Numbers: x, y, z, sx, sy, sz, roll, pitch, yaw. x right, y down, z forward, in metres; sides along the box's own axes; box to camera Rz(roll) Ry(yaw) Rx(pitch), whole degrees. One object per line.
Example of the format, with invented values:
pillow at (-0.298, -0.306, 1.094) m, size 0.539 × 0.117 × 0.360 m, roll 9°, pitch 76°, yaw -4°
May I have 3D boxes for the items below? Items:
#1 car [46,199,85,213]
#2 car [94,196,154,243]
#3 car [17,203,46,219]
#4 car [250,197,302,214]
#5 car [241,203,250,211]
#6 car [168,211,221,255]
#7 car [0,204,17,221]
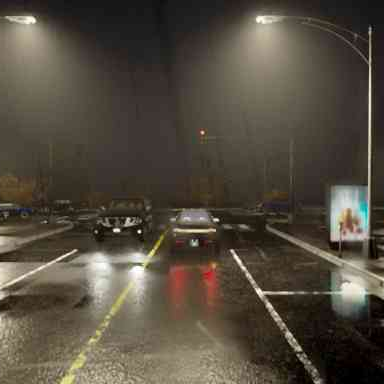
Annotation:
car at (-14.460, 1.551, 37.058) m, size 4.902 × 1.511 × 2.128 m, roll 0°, pitch 1°, yaw 1°
car at (-3.156, 1.237, 16.565) m, size 2.150 × 2.045 × 5.566 m, roll 0°, pitch 0°, yaw -1°
car at (-16.352, 1.749, 30.378) m, size 4.718 × 1.301 × 1.895 m, roll 0°, pitch 1°, yaw 1°
car at (8.619, 1.299, 33.576) m, size 4.553 × 1.767 × 2.097 m, roll 0°, pitch 1°, yaw 1°
car at (8.225, 1.460, 36.833) m, size 5.357 × 1.411 × 2.033 m, roll 0°, pitch 1°, yaw 1°
car at (0.103, 1.504, 13.391) m, size 2.128 × 1.511 × 4.902 m, roll 0°, pitch 0°, yaw 1°
car at (-17.509, 1.684, 27.149) m, size 4.902 × 1.511 × 2.128 m, roll 0°, pitch 1°, yaw 2°
